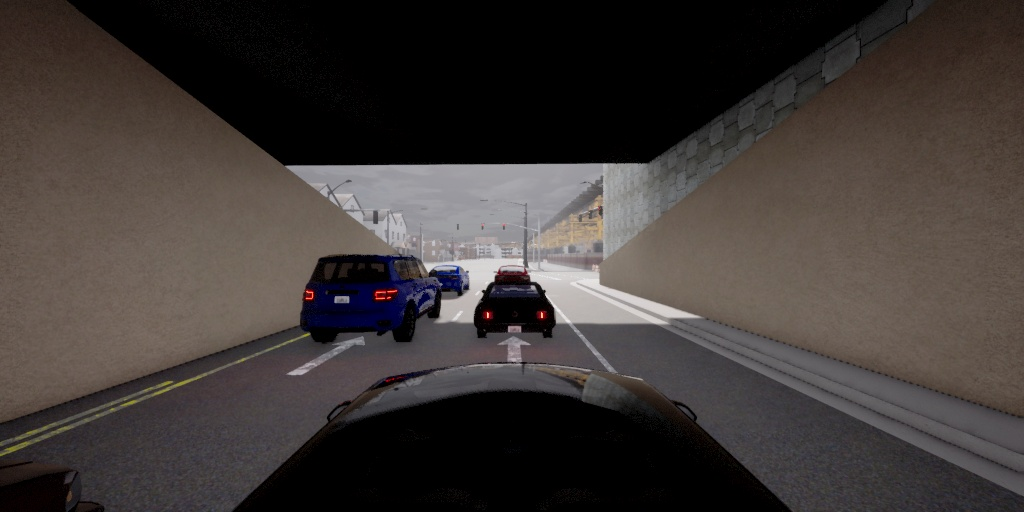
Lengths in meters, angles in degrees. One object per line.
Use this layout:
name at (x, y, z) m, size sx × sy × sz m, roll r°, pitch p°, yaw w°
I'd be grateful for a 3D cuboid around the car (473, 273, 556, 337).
car at (0.056, 1.351, 10.240) m, size 1.895 × 1.301 × 4.718 m, roll 0°, pitch 0°, yaw 0°

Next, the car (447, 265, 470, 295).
car at (-3.490, 1.228, 19.827) m, size 1.882 × 1.535 × 5.008 m, roll 0°, pitch 0°, yaw 0°

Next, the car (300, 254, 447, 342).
car at (-3.439, 0.971, 9.889) m, size 2.150 × 2.045 × 5.566 m, roll 0°, pitch 0°, yaw 0°

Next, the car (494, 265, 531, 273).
car at (0.011, 1.228, 19.576) m, size 1.882 × 1.535 × 5.008 m, roll 0°, pitch 0°, yaw 0°
